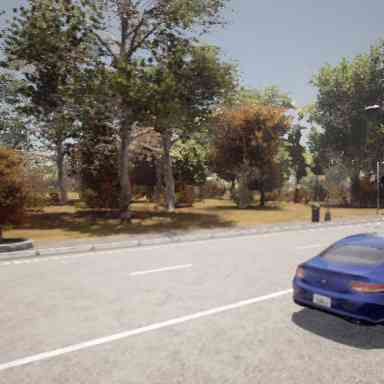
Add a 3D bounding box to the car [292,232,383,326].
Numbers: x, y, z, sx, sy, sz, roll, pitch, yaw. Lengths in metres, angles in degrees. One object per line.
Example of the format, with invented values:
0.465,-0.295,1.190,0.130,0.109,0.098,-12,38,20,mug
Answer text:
3.933,1.541,6.584,4.674,1.442,1.812,0,0,-35,car
